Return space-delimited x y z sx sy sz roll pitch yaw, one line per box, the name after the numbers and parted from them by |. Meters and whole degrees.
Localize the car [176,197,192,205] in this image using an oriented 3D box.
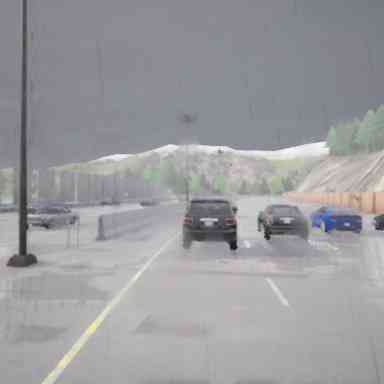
-1.491 1.737 62.336 1.994 1.385 4.181 0 0 13 | car

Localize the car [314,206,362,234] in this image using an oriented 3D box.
8.466 1.561 19.947 1.882 1.535 5.008 0 0 7 | car

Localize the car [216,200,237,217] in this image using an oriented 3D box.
3.587 1.633 33.929 1.812 1.442 4.674 0 0 10 | car

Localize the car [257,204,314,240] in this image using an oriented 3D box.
4.695 1.417 17.703 2.097 1.767 4.553 0 0 6 | car

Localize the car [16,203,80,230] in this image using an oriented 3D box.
-9.169 1.632 21.598 1.895 1.301 4.718 0 0 7 | car

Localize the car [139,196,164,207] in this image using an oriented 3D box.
-6.825 1.679 54.369 2.033 1.411 5.357 0 0 13 | car

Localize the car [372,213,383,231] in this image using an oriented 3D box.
11.838 1.656 18.681 1.994 1.385 4.181 0 0 7 | car

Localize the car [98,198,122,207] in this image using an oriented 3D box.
-13.665 1.661 55.827 2.033 1.411 5.357 0 0 13 | car

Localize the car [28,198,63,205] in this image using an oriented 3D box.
-14.549 1.397 33.044 2.097 1.767 4.553 0 0 10 | car

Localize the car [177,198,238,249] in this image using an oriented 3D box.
0.869 1.268 14.949 2.150 2.045 5.566 0 0 5 | car

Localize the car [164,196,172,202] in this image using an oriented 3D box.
-5.976 1.593 74.449 1.994 1.385 4.181 0 0 12 | car
